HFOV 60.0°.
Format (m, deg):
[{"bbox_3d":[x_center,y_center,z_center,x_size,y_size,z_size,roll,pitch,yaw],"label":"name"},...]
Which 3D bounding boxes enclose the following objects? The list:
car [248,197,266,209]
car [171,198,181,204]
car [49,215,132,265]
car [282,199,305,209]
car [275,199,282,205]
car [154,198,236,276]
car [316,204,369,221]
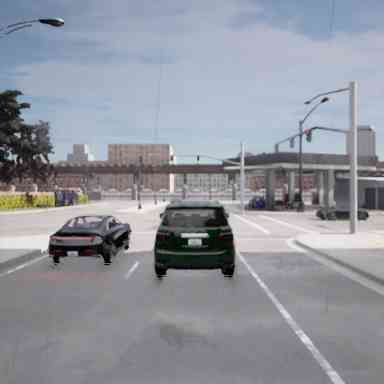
[{"bbox_3d":[9.645,1.600,48.894,2.242,1.667,4.611,0,0,0],"label":"car"},{"bbox_3d":[-3.598,2.016,74.138,1.994,1.385,4.181,0,0,0],"label":"car"},{"bbox_3d":[-3.428,1.568,11.993,2.128,1.511,4.902,0,0,0],"label":"car"},{"bbox_3d":[15.389,1.766,49.663,1.970,1.475,3.806,0,0,0],"label":"car"},{"bbox_3d":[18.801,2.021,67.547,4.718,1.301,1.895,0,0,-27],"label":"car"},{"bbox_3d":[0.080,1.292,10.681,2.150,2.045,5.566,0,0,0],"label":"car"},{"bbox_3d":[12.953,1.743,28.750,4.181,1.385,1.994,0,0,-1],"label":"car"}]
